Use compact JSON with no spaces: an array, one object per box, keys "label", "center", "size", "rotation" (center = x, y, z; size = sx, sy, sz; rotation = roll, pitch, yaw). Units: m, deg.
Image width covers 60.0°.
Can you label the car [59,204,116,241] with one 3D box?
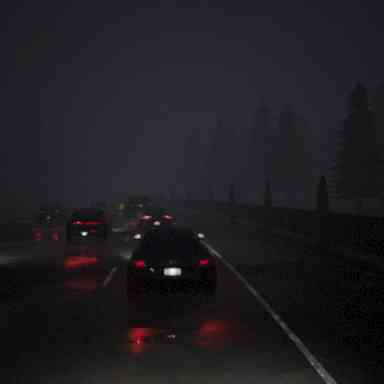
[{"label":"car","center":[-5.172,1.577,17.084],"size":[1.837,1.490,4.892],"rotation":[0,0,-9]}]

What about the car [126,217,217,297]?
[{"label":"car","center":[-0.576,1.600,8.748],"size":[1.994,1.385,4.181],"rotation":[0,0,-5]}]

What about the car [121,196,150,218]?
[{"label":"car","center":[-5.248,1.354,31.871],"size":[2.150,2.045,5.566],"rotation":[0,0,-17]}]

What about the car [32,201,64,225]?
[{"label":"car","center":[-10.647,1.600,25.546],"size":[2.128,1.511,4.902],"rotation":[0,0,-15]}]

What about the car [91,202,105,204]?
[{"label":"car","center":[-9.687,1.692,34.386],"size":[2.033,1.411,5.357],"rotation":[0,0,-19]}]

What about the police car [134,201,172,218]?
[{"label":"police car","center":[-2.452,1.598,21.188],"size":[2.038,1.542,4.974],"rotation":[0,0,-11]}]

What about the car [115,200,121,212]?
[{"label":"car","center":[-8.812,1.632,42.379],"size":[1.801,1.575,5.366],"rotation":[0,0,-20]}]
